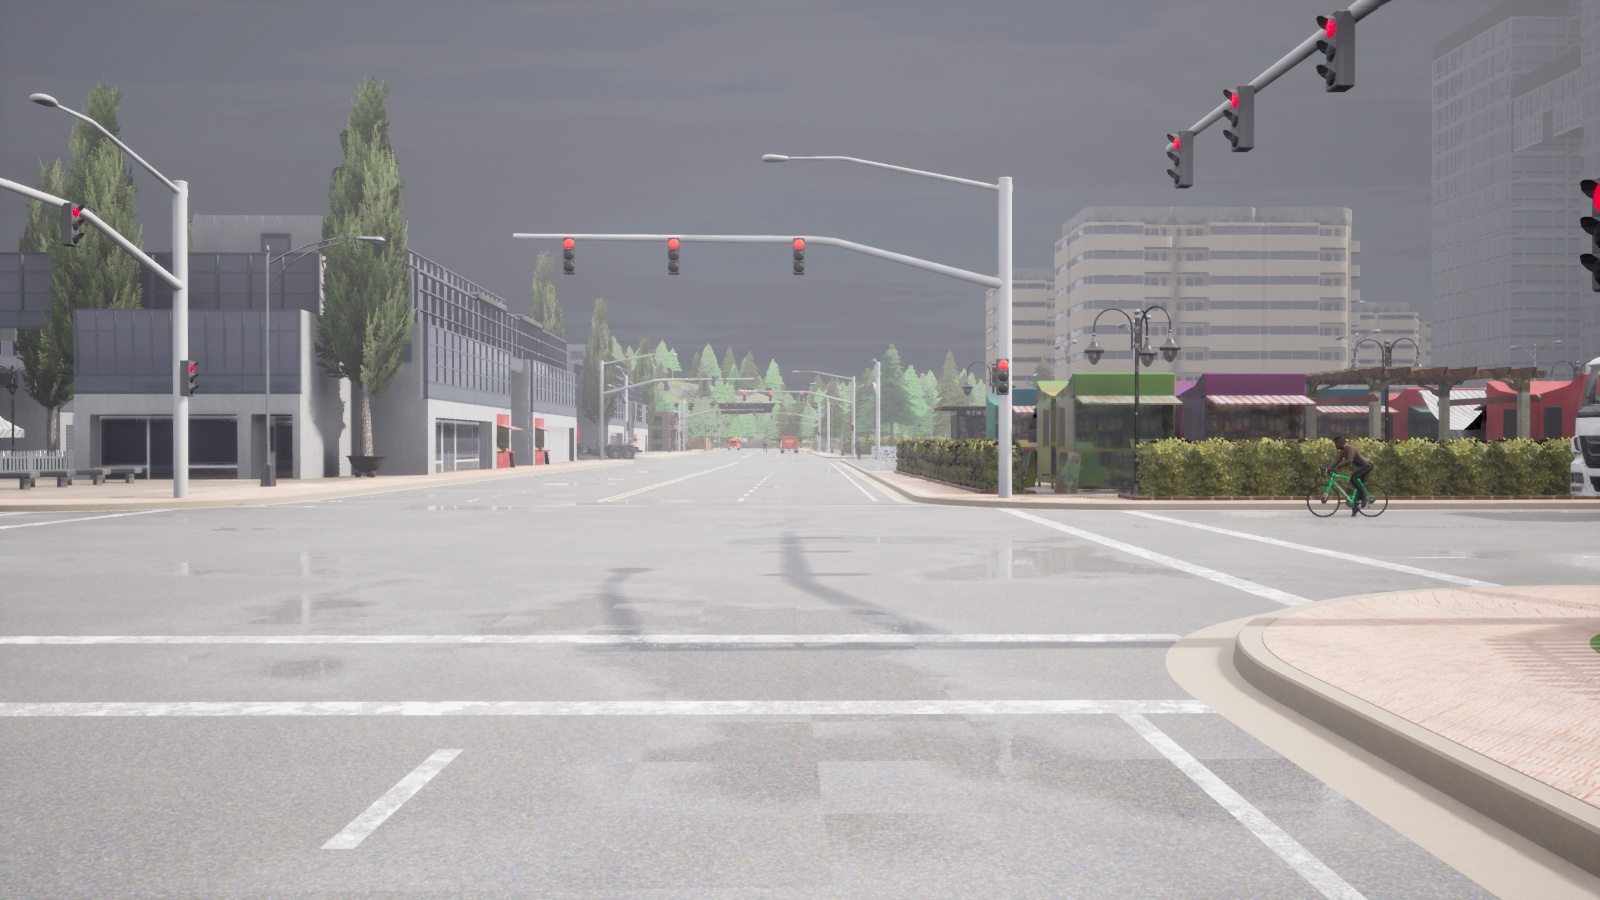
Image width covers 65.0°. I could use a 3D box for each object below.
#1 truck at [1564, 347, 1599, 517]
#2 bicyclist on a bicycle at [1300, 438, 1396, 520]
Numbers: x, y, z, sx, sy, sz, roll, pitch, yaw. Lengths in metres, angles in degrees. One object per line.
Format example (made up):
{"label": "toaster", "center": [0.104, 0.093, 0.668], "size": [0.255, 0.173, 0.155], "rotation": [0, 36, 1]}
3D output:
{"label": "truck", "center": [20.193, -0.362, 25.251], "size": [7.936, 3.462, 2.891], "rotation": [0, 0, -1]}
{"label": "bicyclist on a bicycle", "center": [10.932, 0.567, 25.075], "size": [1.656, 1.620, 0.582], "rotation": [0, 0, -1]}
